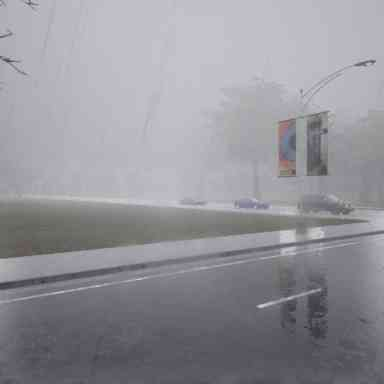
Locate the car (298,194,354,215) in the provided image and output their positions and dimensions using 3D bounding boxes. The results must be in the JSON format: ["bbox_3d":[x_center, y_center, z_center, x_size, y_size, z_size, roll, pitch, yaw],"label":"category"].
[{"bbox_3d":[13.524,1.224,34.007,2.150,2.045,5.566,0,0,-36],"label":"car"}]

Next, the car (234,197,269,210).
[{"bbox_3d":[7.510,1.443,42.239,1.882,1.535,5.008,0,0,-36],"label":"car"}]

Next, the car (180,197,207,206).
[{"bbox_3d":[0.144,1.477,52.344,2.033,1.411,5.357,0,0,-36],"label":"car"}]
